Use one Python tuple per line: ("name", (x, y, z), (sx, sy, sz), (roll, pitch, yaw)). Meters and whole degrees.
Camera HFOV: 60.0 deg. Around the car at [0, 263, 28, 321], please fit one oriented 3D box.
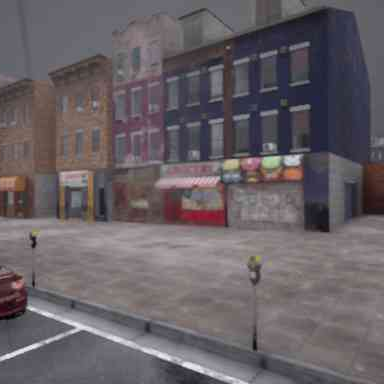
("car", (-4.669, 1.651, 6.133), (4.206, 1.307, 1.802), (-1, 0, 35))
